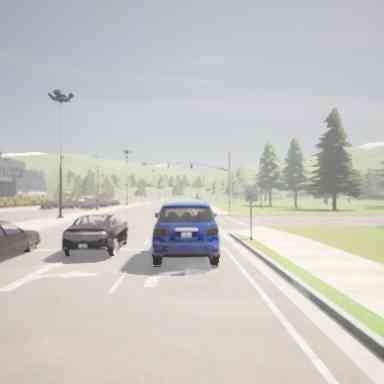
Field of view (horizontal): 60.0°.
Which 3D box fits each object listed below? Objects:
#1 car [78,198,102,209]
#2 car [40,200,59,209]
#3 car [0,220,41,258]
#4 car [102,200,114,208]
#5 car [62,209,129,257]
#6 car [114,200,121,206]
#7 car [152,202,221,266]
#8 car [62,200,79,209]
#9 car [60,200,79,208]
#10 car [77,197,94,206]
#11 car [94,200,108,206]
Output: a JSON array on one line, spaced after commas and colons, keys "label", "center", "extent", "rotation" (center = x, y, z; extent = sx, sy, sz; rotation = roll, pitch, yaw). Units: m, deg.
[{"label": "car", "center": [-17.219, 2.196, 56.399], "extent": [1.812, 1.442, 4.674], "rotation": [0, -1, 0]}, {"label": "car", "center": [-24.209, 2.191, 56.959], "extent": [1.837, 1.490, 4.892], "rotation": [0, -1, 0]}, {"label": "car", "center": [-7.219, 1.692, 11.605], "extent": [2.033, 1.411, 5.357], "rotation": [0, -1, -2]}, {"label": "car", "center": [-17.309, 2.251, 65.483], "extent": [1.882, 1.535, 5.008], "rotation": [0, -1, -1]}, {"label": "car", "center": [-3.794, 1.655, 13.737], "extent": [2.128, 1.511, 4.902], "rotation": [0, -1, -2]}, {"label": "car", "center": [-17.468, 2.441, 75.569], "extent": [1.994, 1.385, 4.181], "rotation": [0, -1, -1]}, {"label": "car", "center": [-0.231, 1.363, 12.290], "extent": [2.150, 2.045, 5.566], "rotation": [0, -1, -1]}, {"label": "car", "center": [-20.724, 2.193, 57.528], "extent": [1.837, 1.490, 4.892], "rotation": [0, -1, 0]}, {"label": "car", "center": [-24.319, 2.316, 66.090], "extent": [2.128, 1.511, 4.902], "rotation": [0, -1, -1]}, {"label": "car", "center": [-24.484, 2.135, 76.526], "extent": [2.150, 2.045, 5.566], "rotation": [0, -1, -1]}, {"label": "car", "center": [-20.987, 2.460, 76.767], "extent": [1.994, 1.385, 4.181], "rotation": [0, -1, -1]}]
